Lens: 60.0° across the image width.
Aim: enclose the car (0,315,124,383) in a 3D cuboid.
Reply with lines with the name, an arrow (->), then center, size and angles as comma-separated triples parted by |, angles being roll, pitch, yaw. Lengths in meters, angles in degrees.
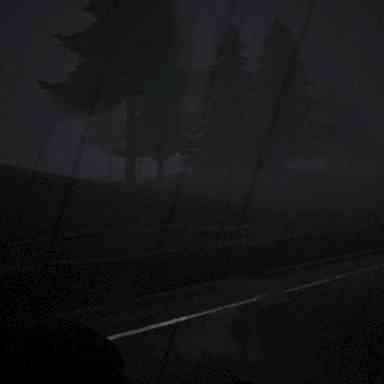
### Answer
car -> -2.818, 1.480, 1.824 | 5.008, 1.535, 1.882 | 0, 0, -35
